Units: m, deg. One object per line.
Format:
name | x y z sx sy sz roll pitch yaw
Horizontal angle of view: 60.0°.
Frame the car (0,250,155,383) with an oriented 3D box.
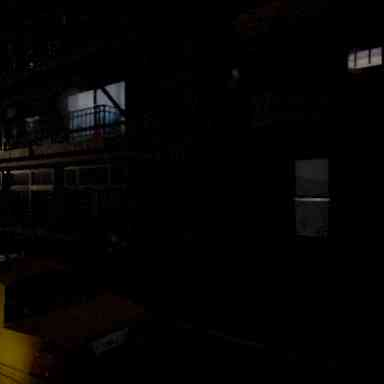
car | -2.730 1.528 4.818 4.829 1.417 1.752 0 0 35
